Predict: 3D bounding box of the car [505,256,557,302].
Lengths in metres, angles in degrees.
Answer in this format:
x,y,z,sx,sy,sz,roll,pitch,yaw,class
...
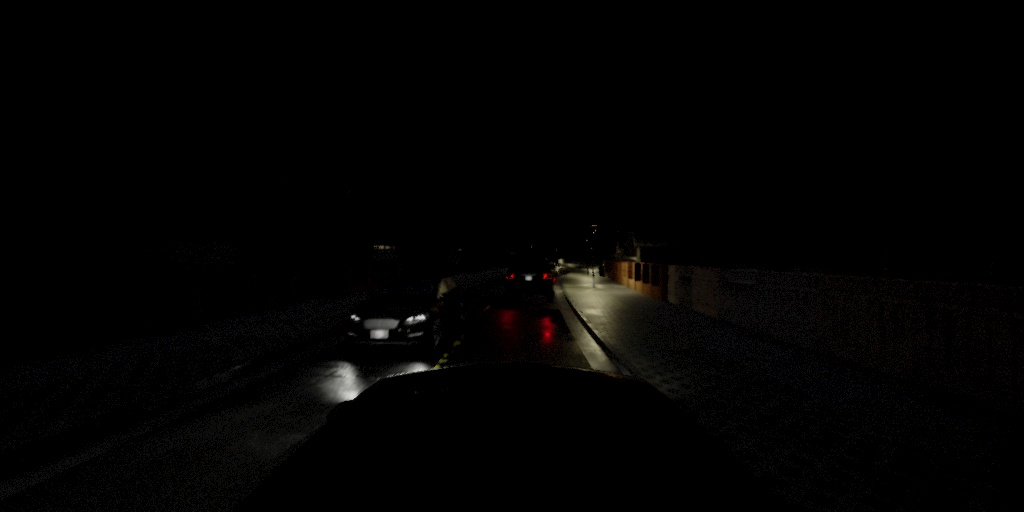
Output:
x,y,z,sx,sy,sz,roll,pitch,yaw,class
0.917,1.000,17.526,2.150,2.045,5.566,0,0,5,car

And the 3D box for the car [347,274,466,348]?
x,y,z,sx,sy,sz,roll,pitch,yaw,class
-2.441,1.244,9.361,2.128,1.511,4.902,0,0,3,car

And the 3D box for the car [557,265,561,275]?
x,y,z,sx,sy,sz,roll,pitch,yaw,class
3.970,1.349,37.821,1.812,1.442,4.674,0,0,12,car
